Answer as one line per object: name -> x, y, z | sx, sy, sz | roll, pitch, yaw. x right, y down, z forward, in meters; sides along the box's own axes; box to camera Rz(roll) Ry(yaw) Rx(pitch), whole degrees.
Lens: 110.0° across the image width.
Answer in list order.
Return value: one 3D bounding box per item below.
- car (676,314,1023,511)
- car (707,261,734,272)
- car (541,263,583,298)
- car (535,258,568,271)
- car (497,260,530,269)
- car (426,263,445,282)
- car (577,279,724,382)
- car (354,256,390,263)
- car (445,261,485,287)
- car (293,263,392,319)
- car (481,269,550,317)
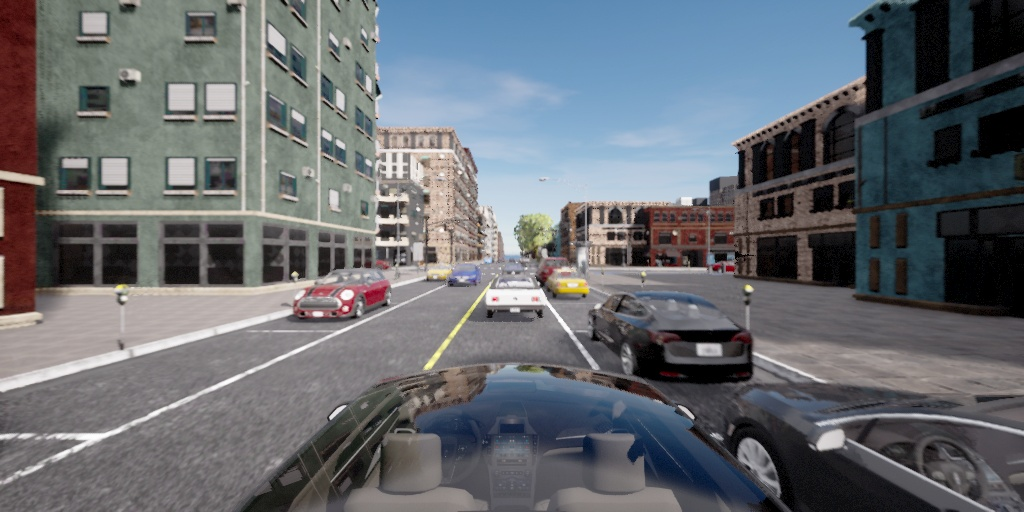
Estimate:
car -> 2.690, 1.301, 1.427 | 2.007, 1.370, 4.403 | 0, 0, 0
car -> 26.142, 1.364, 43.616 | 4.507, 1.381, 1.888 | 0, 0, 0
car -> 2.688, 1.253, 18.216 | 1.751, 1.417, 4.829 | 0, 0, 0
car -> 2.687, 1.035, 23.586 | 2.192, 1.841, 5.009 | 0, 0, 0
car -> 0.096, 1.261, 27.716 | 2.033, 1.411, 5.357 | 0, 0, 0
car -> -5.695, 1.237, 28.955 | 1.751, 1.417, 4.829 | 0, 0, 0
car -> 2.689, 1.309, 6.967 | 1.948, 1.339, 4.313 | 0, 0, 0
car -> -17.282, 0.955, 43.354 | 5.009, 1.841, 2.192 | 0, 0, 0
car -> -3.087, 1.244, 24.440 | 1.812, 1.442, 4.674 | 0, 0, 0
car -> -5.692, 1.175, 12.506 | 1.967, 1.591, 4.097 | 0, 0, 0
car -> 0.099, 1.335, 13.031 | 1.895, 1.301, 4.718 | 0, 0, 0
